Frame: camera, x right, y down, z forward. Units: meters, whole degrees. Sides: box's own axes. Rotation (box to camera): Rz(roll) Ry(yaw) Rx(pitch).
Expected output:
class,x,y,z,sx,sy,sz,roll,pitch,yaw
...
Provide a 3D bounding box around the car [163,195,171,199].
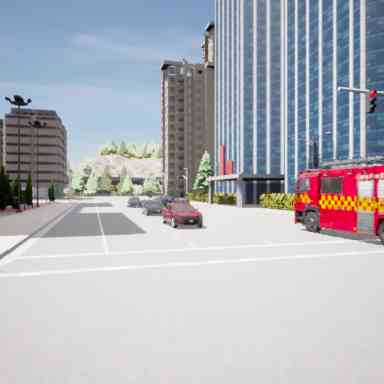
class,x,y,z,sx,sy,sz,roll,pitch,yaw
car,-4.919,1.505,49.139,1.837,1.490,4.892,0,0,-16

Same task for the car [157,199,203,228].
class,x,y,z,sx,sy,sz,roll,pitch,yaw
car,-0.753,1.478,22.355,1.882,1.535,5.008,0,0,-17

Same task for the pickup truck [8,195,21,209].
class,x,y,z,sx,sy,sz,roll,pitch,yaw
pickup truck,-22.803,1.059,38.506,2.390,2.098,6.274,0,0,14

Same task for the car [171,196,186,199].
class,x,y,z,sx,sy,sz,roll,pitch,yaw
car,-1.714,1.547,50.658,2.033,1.411,5.357,0,0,-16

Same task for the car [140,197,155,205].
class,x,y,z,sx,sy,sz,roll,pitch,yaw
car,-7.912,1.601,58.997,1.895,1.301,4.718,0,0,-17

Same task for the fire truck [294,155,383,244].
class,x,y,z,sx,sy,sz,roll,pitch,yaw
fire truck,8.552,0.342,16.111,2.891,3.827,8.468,0,0,-17

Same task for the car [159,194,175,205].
class,x,y,z,sx,sy,sz,roll,pitch,yaw
car,-4.540,1.352,59.938,2.097,1.767,4.553,0,0,-17

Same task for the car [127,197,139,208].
class,x,y,z,sx,sy,sz,roll,pitch,yaw
car,-8.192,1.506,47.506,1.837,1.490,4.892,0,0,-16

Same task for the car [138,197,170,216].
class,x,y,z,sx,sy,sz,roll,pitch,yaw
car,-3.713,1.503,32.306,1.837,1.490,4.892,0,1,-16
